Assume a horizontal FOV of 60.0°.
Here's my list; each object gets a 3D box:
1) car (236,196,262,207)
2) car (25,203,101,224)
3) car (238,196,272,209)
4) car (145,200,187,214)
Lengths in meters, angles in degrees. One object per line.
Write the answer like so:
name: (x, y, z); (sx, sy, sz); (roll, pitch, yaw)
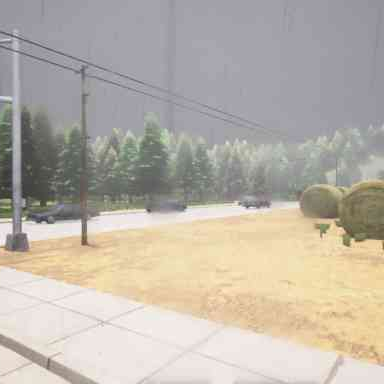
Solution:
car: (8.484, 1.374, 49.132); (1.812, 1.442, 4.674); (0, 0, 37)
car: (-9.513, 1.554, 25.021); (2.033, 1.411, 5.357); (0, 0, 37)
car: (8.502, 1.413, 43.083); (2.033, 1.411, 5.357); (0, 0, 37)
car: (-2.592, 1.546, 34.341); (1.895, 1.301, 4.718); (0, 0, 37)
